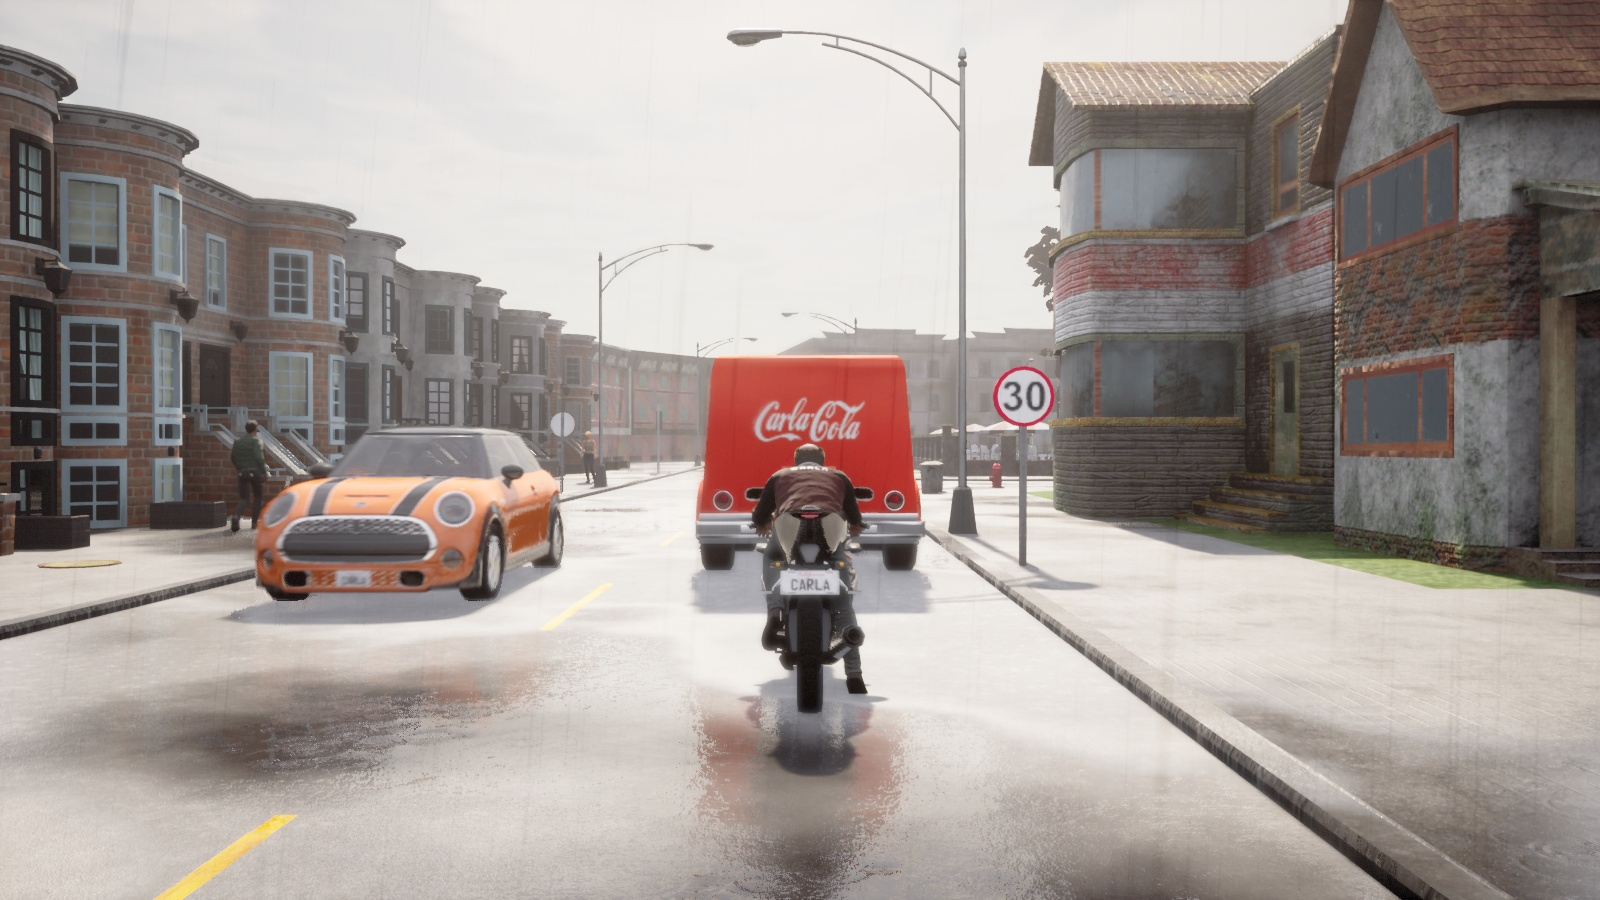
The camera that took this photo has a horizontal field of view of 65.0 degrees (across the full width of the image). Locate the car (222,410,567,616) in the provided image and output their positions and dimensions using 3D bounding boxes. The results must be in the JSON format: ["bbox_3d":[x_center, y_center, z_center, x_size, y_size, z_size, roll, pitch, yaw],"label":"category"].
[{"bbox_3d":[-3.912,0.528,13.073,2.097,1.767,4.553,0,0,0],"label":"car"}]

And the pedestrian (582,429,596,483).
[{"bbox_3d":[-7.271,0.207,43.195,0.345,1.836,0.594,0,0,4],"label":"pedestrian"}]

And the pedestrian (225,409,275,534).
[{"bbox_3d":[-8.767,0.336,20.035,0.423,1.949,0.788,0,0,3],"label":"pedestrian"}]

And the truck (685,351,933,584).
[{"bbox_3d":[0.105,0.170,15.910,2.627,2.467,5.204,0,0,0],"label":"truck"}]

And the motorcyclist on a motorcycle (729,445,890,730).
[{"bbox_3d":[0.059,0.737,7.850,0.866,1.530,2.191,0,0,0],"label":"motorcyclist on a motorcycle"}]
